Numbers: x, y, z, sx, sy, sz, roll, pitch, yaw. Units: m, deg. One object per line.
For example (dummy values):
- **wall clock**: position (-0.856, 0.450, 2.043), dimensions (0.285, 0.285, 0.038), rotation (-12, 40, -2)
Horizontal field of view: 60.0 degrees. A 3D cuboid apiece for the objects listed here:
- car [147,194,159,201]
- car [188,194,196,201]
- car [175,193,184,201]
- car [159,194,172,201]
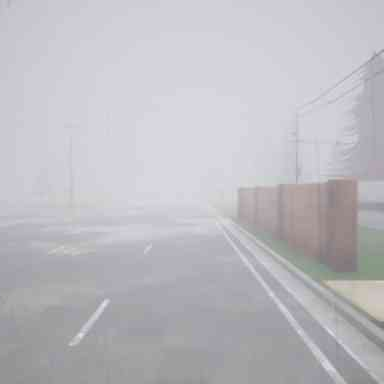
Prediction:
- **car**: position (-10.482, 1.466, 86.693), dimensions (1.882, 1.535, 5.008), rotation (0, 0, 0)
- **car**: position (0.018, 1.523, 87.001), dimensions (1.812, 1.442, 4.674), rotation (0, 0, 0)
- **car**: position (-3.482, 1.491, 87.129), dimensions (1.837, 1.490, 4.892), rotation (0, 0, 0)
- **car**: position (-6.982, 1.522, 87.324), dimensions (1.812, 1.442, 4.674), rotation (0, 0, 0)
